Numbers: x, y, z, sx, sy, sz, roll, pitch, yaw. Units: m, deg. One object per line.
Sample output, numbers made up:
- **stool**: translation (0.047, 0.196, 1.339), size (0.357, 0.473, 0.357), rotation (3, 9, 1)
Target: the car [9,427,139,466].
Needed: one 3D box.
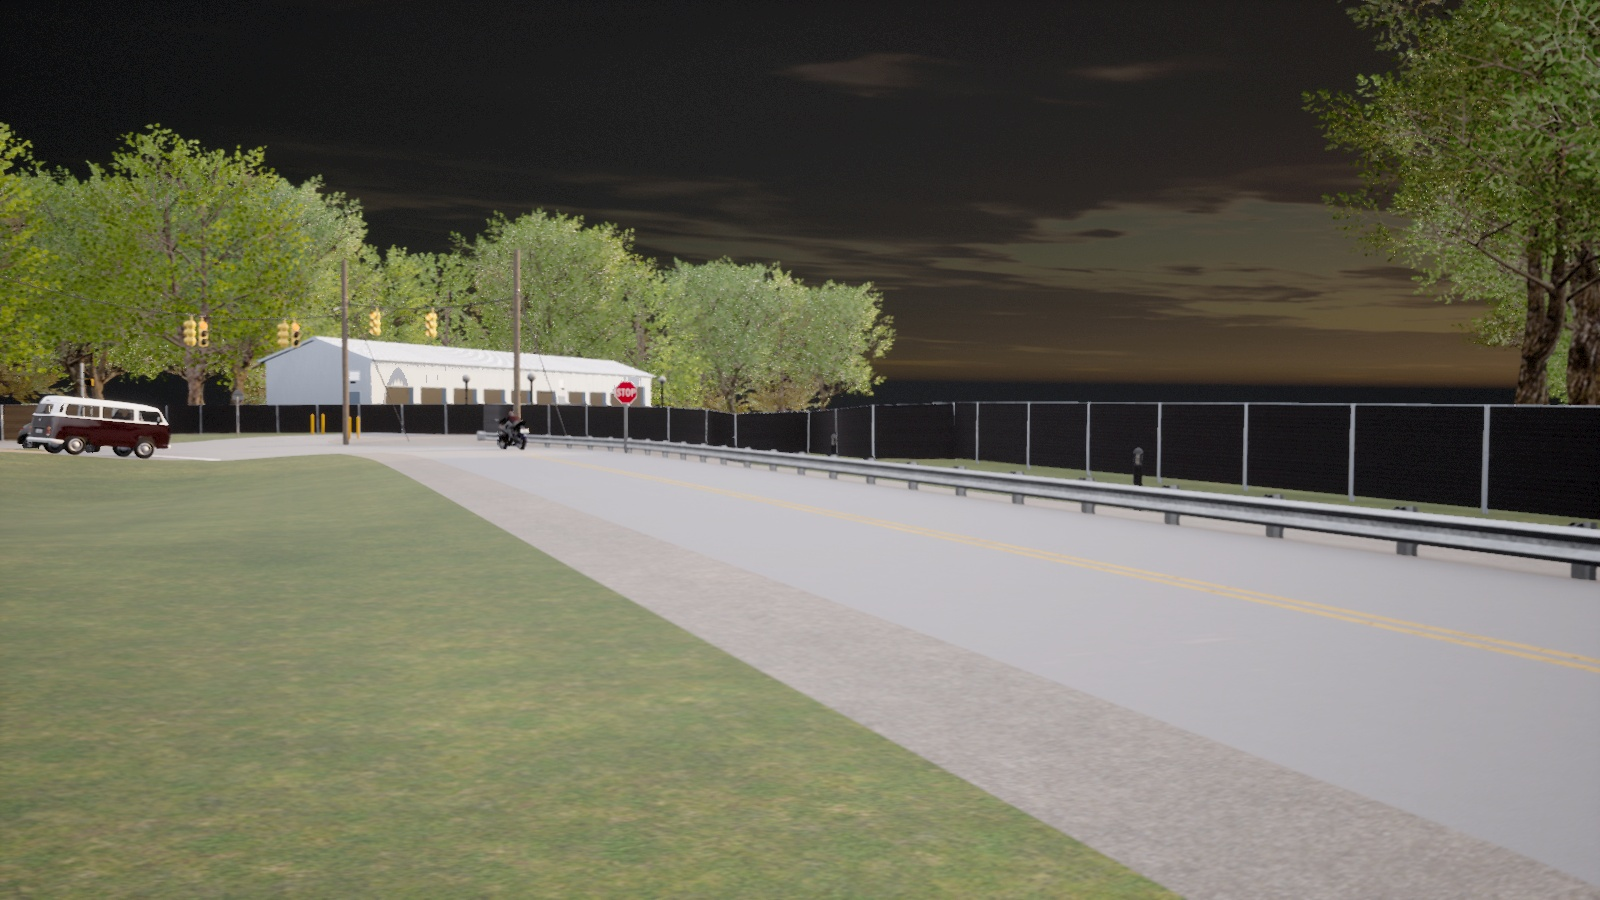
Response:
- **car**: translation (-33.990, -0.183, 58.839), size (5.027, 1.651, 2.152), rotation (-1, 4, 12)

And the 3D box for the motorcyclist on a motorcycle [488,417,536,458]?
- **motorcyclist on a motorcycle**: translation (-11.128, -0.496, 48.448), size (0.866, 1.530, 2.191), rotation (-3, 2, -39)

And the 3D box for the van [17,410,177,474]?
- **van**: translation (-25.388, -0.254, 45.492), size (2.069, 2.038, 4.480), rotation (1, -2, 35)
